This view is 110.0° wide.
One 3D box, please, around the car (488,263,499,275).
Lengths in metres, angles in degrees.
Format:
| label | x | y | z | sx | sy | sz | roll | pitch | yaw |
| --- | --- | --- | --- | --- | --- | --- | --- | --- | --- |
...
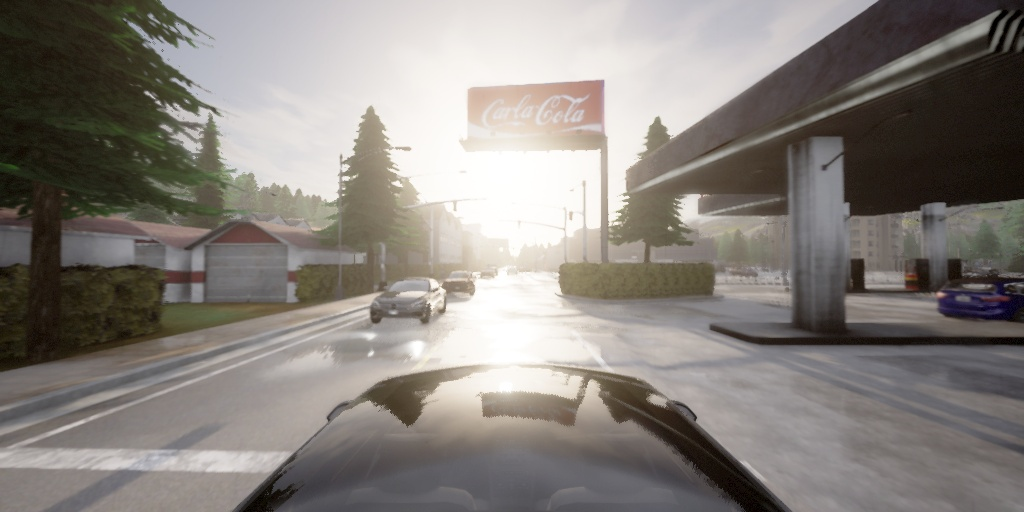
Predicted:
| label | x | y | z | sx | sy | sz | roll | pitch | yaw |
| --- | --- | --- | --- | --- | --- | --- | --- | --- | --- |
| car | -3.474 | 2.309 | 62.291 | 2.150 | 2.045 | 5.566 | 0 | -1 | 0 |

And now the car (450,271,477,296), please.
| label | x | y | z | sx | sy | sz | roll | pitch | yaw |
| --- | --- | --- | --- | --- | --- | --- | --- | --- | --- |
| car | -3.336 | 1.728 | 23.487 | 1.882 | 1.535 | 5.008 | 0 | -3 | -3 |

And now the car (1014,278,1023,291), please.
| label | x | y | z | sx | sy | sz | roll | pitch | yaw |
| --- | --- | --- | --- | --- | --- | --- | --- | --- | --- |
| car | 46.514 | 2.045 | 30.118 | 5.357 | 1.411 | 2.033 | 0 | -1 | 0 |

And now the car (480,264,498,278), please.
| label | x | y | z | sx | sy | sz | roll | pitch | yaw |
| --- | --- | --- | --- | --- | --- | --- | --- | --- | --- |
| car | -3.478 | 2.325 | 51.680 | 1.882 | 1.535 | 5.008 | 0 | -1 | 0 |

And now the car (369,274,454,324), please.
| label | x | y | z | sx | sy | sz | roll | pitch | yaw |
| --- | --- | --- | --- | --- | --- | --- | --- | --- | --- |
| car | -3.575 | 1.517 | 13.197 | 1.812 | 1.442 | 4.674 | 1 | -2 | 0 |
